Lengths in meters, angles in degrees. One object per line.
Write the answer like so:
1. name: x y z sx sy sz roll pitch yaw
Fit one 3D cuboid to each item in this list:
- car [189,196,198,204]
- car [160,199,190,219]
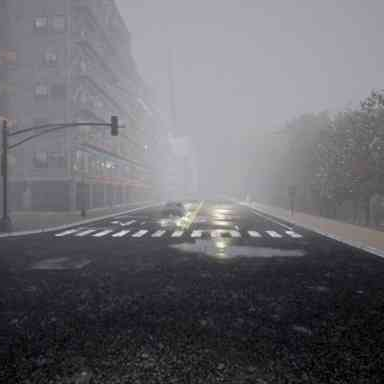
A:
1. car: 0.349 1.566 66.970 2.033 1.411 5.357 0 0 3
2. car: -1.589 1.553 29.802 2.033 1.411 5.357 0 0 3
